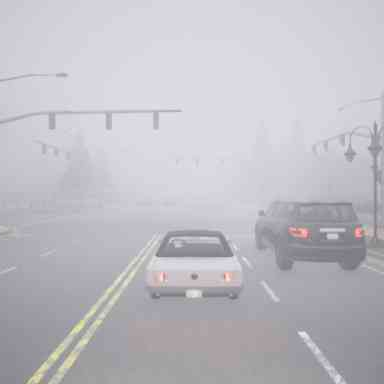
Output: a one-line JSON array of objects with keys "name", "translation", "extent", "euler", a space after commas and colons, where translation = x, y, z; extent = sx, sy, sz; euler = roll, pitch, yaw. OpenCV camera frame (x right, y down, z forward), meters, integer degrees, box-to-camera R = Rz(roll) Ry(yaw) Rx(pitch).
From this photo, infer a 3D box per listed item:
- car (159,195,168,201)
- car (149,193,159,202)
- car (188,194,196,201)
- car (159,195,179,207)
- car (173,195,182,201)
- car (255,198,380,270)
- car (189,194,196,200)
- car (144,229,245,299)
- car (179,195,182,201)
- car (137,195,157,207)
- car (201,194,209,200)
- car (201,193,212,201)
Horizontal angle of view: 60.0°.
[{"name": "car", "translation": [-6.985, 1.499, 81.529], "extent": [1.994, 1.385, 4.181], "euler": [0, 0, 0]}, {"name": "car", "translation": [-6.999, 1.510, 67.152], "extent": [2.033, 1.411, 5.357], "euler": [0, 0, 0]}, {"name": "car", "translation": [0.014, 1.470, 79.543], "extent": [1.812, 1.442, 4.674], "euler": [0, 0, 0]}, {"name": "car", "translation": [-3.577, 1.534, 51.858], "extent": [1.994, 1.385, 4.181], "euler": [0, 0, 0]}, {"name": "car", "translation": [-3.486, 1.473, 81.145], "extent": [2.128, 1.511, 4.902], "euler": [0, 0, 0]}, {"name": "car", "translation": [3.581, 1.215, 11.102], "extent": [2.150, 2.045, 5.566], "euler": [0, 0, 0]}, {"name": "car", "translation": [0.016, 1.330, 89.851], "extent": [1.812, 1.442, 4.674], "euler": [0, 0, 0]}, {"name": "car", "translation": [0.064, 1.596, 8.379], "extent": [1.895, 1.301, 4.718], "euler": [0, 0, 0]}, {"name": "car", "translation": [-3.516, 1.468, 65.969], "extent": [1.837, 1.490, 4.892], "euler": [0, 0, 0]}, {"name": "car", "translation": [-7.080, 1.519, 50.408], "extent": [2.033, 1.411, 5.357], "euler": [0, 0, 0]}, {"name": "car", "translation": [3.516, 1.358, 89.850], "extent": [1.994, 1.385, 4.181], "euler": [0, 0, 0]}, {"name": "car", "translation": [3.514, 1.172, 79.198], "extent": [2.150, 2.045, 5.566], "euler": [0, 0, 0]}]
